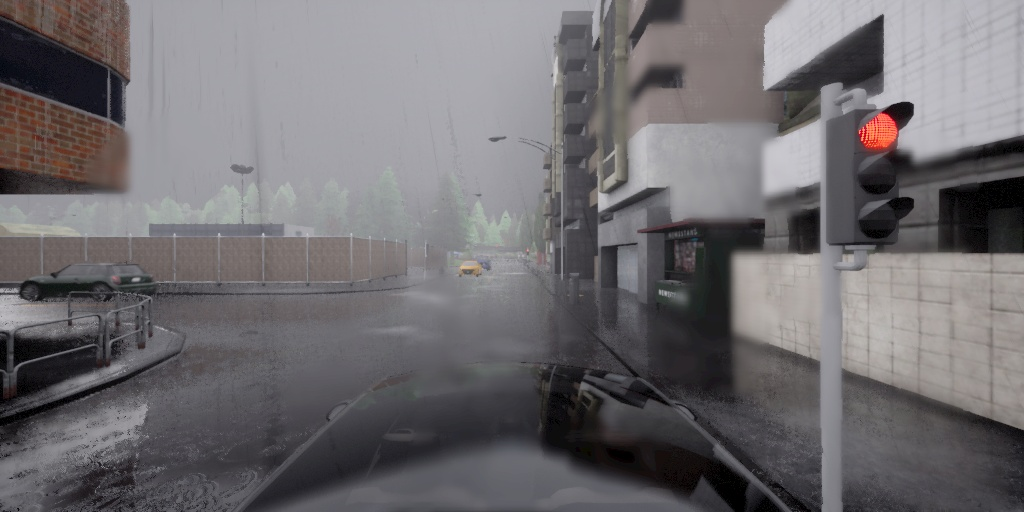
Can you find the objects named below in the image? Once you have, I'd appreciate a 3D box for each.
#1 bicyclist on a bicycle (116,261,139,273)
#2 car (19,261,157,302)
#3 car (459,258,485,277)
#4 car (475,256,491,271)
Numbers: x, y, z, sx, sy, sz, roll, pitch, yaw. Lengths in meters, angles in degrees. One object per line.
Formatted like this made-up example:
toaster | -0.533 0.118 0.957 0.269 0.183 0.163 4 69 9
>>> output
bicyclist on a bicycle | -22.184 1.099 20.738 0.582 1.620 1.656 0 0 0
car | -19.311 1.102 16.443 4.553 1.767 2.097 0 0 1
car | -4.116 1.228 35.836 1.882 1.535 5.008 0 0 0
car | -4.072 0.967 48.607 2.150 2.045 5.566 0 1 1
